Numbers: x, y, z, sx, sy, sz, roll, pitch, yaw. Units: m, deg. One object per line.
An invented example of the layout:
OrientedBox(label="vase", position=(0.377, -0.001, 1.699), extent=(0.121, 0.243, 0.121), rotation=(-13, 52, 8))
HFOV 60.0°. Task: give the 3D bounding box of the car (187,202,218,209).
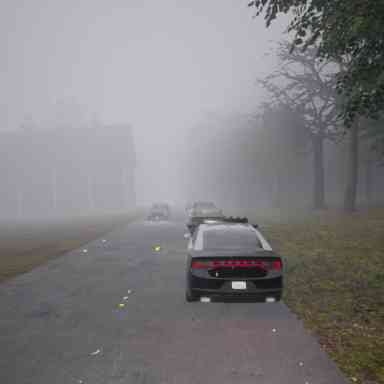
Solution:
OrientedBox(label="car", position=(0.821, 1.534, 18.311), extent=(1.882, 1.535, 5.008), rotation=(0, 0, 0))

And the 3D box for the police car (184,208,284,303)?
OrientedBox(label="police car", position=(0.823, 1.438, 8.418), extent=(1.930, 1.638, 5.238), rotation=(0, 0, 0))

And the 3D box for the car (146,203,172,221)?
OrientedBox(label="car", position=(-2.757, 1.684, 29.040), extent=(2.033, 1.411, 5.357), rotation=(0, 0, 0))

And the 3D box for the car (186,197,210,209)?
OrientedBox(label="car", position=(0.819, 1.449, 24.285), extent=(2.097, 1.767, 4.553), rotation=(0, 0, 0))

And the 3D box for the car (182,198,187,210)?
OrientedBox(label="car", position=(0.018, 1.831, 45.682), extent=(2.033, 1.411, 5.357), rotation=(0, -1, 1))
